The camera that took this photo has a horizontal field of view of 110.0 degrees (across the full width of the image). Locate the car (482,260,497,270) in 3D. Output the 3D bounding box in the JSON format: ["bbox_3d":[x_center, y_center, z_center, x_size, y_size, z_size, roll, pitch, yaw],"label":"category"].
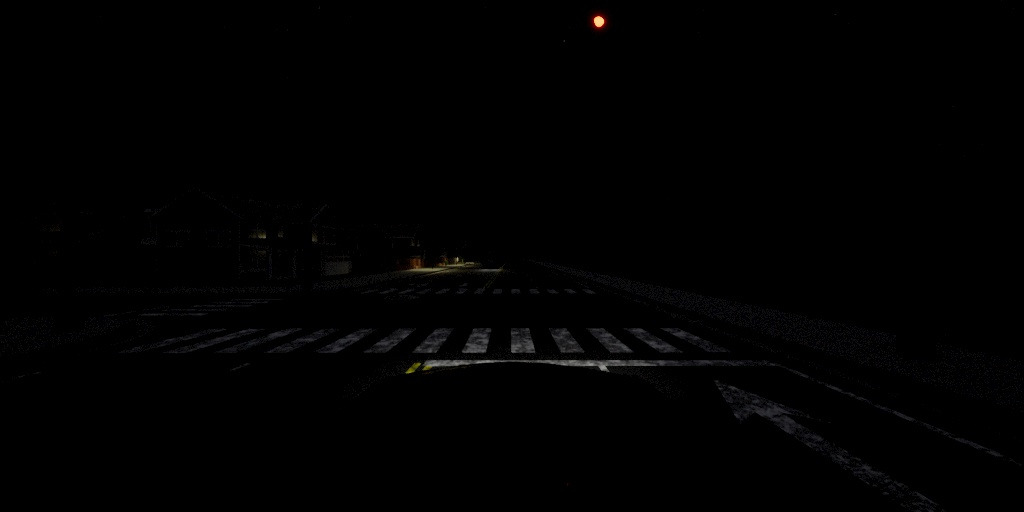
[{"bbox_3d":[-3.293,1.299,53.213,1.812,1.442,4.674,0,1,0],"label":"car"}]
